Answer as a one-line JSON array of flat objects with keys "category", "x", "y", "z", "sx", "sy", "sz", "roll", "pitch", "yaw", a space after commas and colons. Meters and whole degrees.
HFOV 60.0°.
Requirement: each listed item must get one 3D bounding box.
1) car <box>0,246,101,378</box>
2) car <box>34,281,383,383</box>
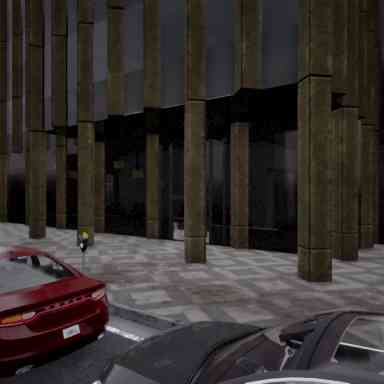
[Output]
[{"category": "car", "x": -3.264, "y": 1.545, "z": 5.309, "sx": 4.507, "sy": 1.381, "sz": 1.887, "roll": 0, "pitch": 0, "yaw": 36}, {"category": "car", "x": 1.155, "y": 1.551, "z": 2.139, "sx": 4.403, "sy": 1.369, "sz": 2.008, "roll": 0, "pitch": 0, "yaw": 36}]
